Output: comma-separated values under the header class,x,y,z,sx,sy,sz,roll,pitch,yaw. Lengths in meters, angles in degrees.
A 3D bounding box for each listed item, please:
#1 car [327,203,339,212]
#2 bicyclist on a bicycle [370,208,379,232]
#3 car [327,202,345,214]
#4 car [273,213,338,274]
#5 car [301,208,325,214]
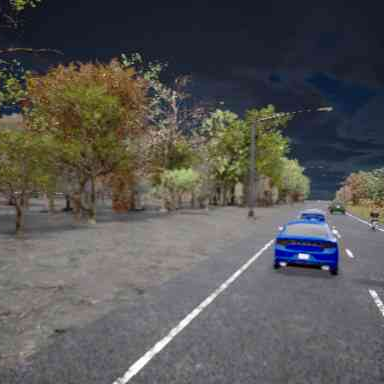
class,x,y,z,sx,sy,sz,roll,pitch,yaw
car,28.842,3.155,68.153,1.882,1.535,5.008,1,-1,21
bicyclist on a bicycle,13.610,2.061,24.815,0.659,1.776,1.843,1,-1,21
car,24.052,2.598,55.090,2.150,2.045,5.566,1,-1,21
car,4.070,1.745,11.827,1.882,1.535,5.008,1,-1,21
car,10.608,2.151,29.248,1.882,1.535,5.008,1,-1,21
